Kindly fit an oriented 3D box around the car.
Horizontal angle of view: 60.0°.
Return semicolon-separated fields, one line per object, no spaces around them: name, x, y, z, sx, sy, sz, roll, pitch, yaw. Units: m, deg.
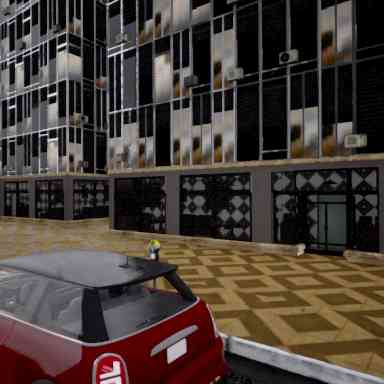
car;-1.715;1.441;4.095;4.097;1.590;1.967;0;0;35
